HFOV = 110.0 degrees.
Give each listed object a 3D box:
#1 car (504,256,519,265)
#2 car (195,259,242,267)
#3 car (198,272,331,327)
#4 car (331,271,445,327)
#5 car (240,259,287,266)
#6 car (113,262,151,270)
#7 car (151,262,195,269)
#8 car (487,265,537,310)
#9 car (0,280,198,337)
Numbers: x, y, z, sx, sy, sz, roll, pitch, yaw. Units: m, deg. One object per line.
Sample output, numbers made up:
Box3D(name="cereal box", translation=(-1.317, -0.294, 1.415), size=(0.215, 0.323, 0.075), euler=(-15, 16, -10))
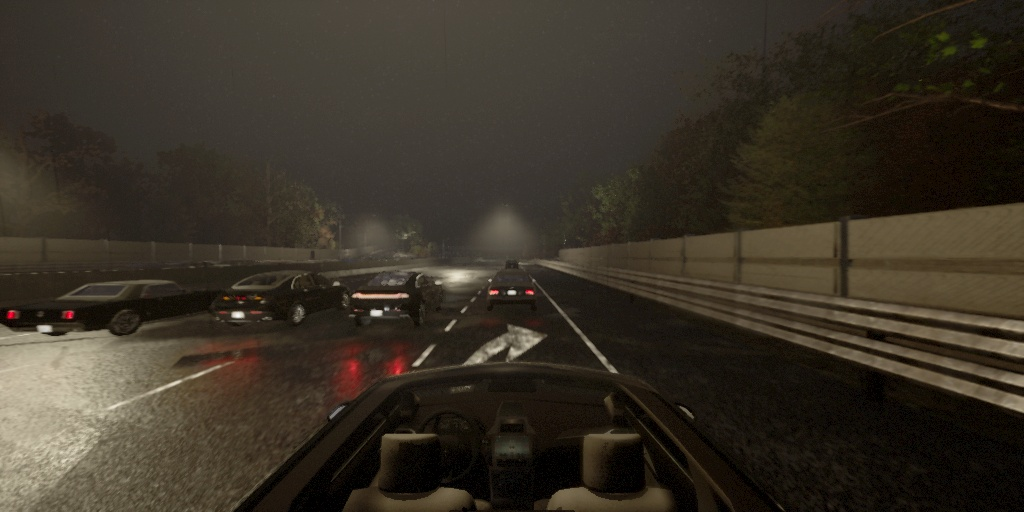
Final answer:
Box3D(name="car", translation=(-0.013, 1.190, 49.177), size=(1.882, 1.535, 5.008), euler=(0, 0, 0))
Box3D(name="car", translation=(-24.586, 1.055, 31.502), size=(2.097, 1.767, 4.553), euler=(0, 0, 0))
Box3D(name="car", translation=(-6.902, 1.234, 11.457), size=(1.837, 1.490, 4.892), euler=(0, 0, 0))
Box3D(name="car", translation=(-3.401, 1.222, 11.421), size=(2.128, 1.511, 4.902), euler=(0, 0, 0))
Box3D(name="car", translation=(-21.087, 1.231, 31.571), size=(1.812, 1.442, 4.674), euler=(0, 0, 0))
Box3D(name="car", translation=(-31.583, 1.251, 31.048), size=(2.033, 1.411, 5.357), euler=(0, 0, 0))
Box3D(name="car", translation=(-28.084, 1.211, 31.477), size=(1.837, 1.490, 4.892), euler=(0, -1, 0))
Box3D(name="car", translation=(-0.003, 1.273, 14.513), size=(2.033, 1.411, 5.357), euler=(0, 0, 0))
Box3D(name="car", translation=(-10.400, 1.332, 10.206), size=(1.895, 1.301, 4.718), euler=(0, 0, 0))
